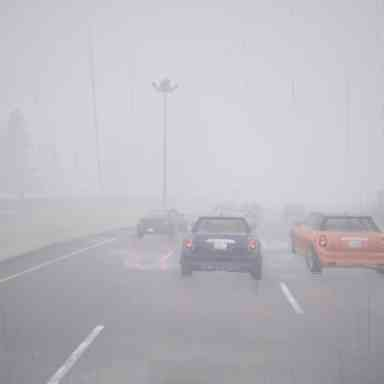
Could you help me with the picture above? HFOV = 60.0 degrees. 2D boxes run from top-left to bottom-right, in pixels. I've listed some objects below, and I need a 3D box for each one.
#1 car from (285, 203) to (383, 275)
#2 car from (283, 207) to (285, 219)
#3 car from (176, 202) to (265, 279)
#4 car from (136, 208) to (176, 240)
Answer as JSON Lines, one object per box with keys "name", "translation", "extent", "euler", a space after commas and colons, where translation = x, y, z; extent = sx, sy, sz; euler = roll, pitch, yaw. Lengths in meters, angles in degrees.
{"name": "car", "translation": [4.554, 1.392, 10.843], "extent": [2.097, 1.767, 4.553], "euler": [0, 0, 7]}
{"name": "car", "translation": [9.131, 1.644, 29.462], "extent": [2.033, 1.411, 5.357], "euler": [0, 0, 20]}
{"name": "car", "translation": [0.970, 1.378, 10.425], "extent": [2.097, 1.767, 4.553], "euler": [0, 0, 7]}
{"name": "car", "translation": [-1.462, 1.556, 17.331], "extent": [1.812, 1.442, 4.674], "euler": [0, 0, 11]}
